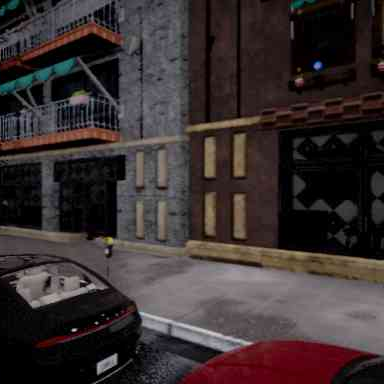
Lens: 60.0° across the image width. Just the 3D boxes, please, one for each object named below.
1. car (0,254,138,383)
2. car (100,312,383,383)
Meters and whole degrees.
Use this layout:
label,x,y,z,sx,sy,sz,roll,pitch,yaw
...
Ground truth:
label,x,y,z,sx,sy,sz,roll,pitch,yaw
car,-2.673,1.589,4.768,4.403,1.369,2.008,-1,0,35
car,1.825,1.539,1.563,4.507,1.381,1.887,-1,0,35
